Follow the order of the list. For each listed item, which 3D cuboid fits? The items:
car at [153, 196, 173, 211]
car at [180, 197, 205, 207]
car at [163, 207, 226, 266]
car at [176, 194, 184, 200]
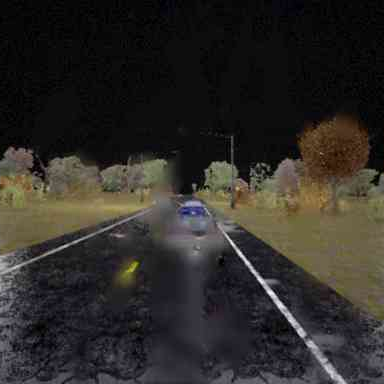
[{"bbox_3d":[-3.582,1.356,41.566,2.097,1.767,4.553,0,0,0],"label":"car"},{"bbox_3d":[0.096,1.477,28.384,1.882,1.535,5.008,0,0,0],"label":"car"},{"bbox_3d":[0.087,1.490,11.480,2.128,1.511,4.902,0,0,0],"label":"car"},{"bbox_3d":[-3.427,1.391,90.334,1.882,1.535,5.008,0,0,-2],"label":"car"}]
